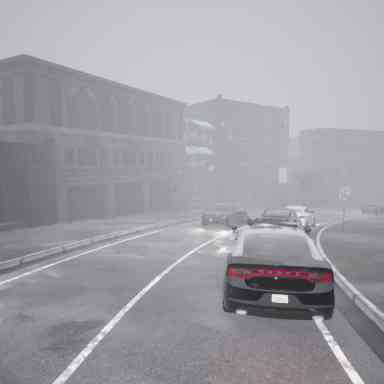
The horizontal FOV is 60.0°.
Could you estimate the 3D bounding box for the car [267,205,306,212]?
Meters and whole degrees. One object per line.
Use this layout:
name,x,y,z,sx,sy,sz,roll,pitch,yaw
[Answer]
car,4.435,1.543,16.602,1.837,1.490,4.892,2,0,22

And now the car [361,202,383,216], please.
car,22.135,1.991,39.571,4.902,1.511,2.128,2,3,-33

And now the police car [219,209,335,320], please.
police car,1.816,1.432,7.625,1.930,1.638,5.238,1,0,10

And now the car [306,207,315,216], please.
car,6.858,1.607,21.746,1.812,1.442,4.674,2,1,29

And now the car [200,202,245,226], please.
car,2.222,1.426,21.779,1.837,1.490,4.892,2,0,27
